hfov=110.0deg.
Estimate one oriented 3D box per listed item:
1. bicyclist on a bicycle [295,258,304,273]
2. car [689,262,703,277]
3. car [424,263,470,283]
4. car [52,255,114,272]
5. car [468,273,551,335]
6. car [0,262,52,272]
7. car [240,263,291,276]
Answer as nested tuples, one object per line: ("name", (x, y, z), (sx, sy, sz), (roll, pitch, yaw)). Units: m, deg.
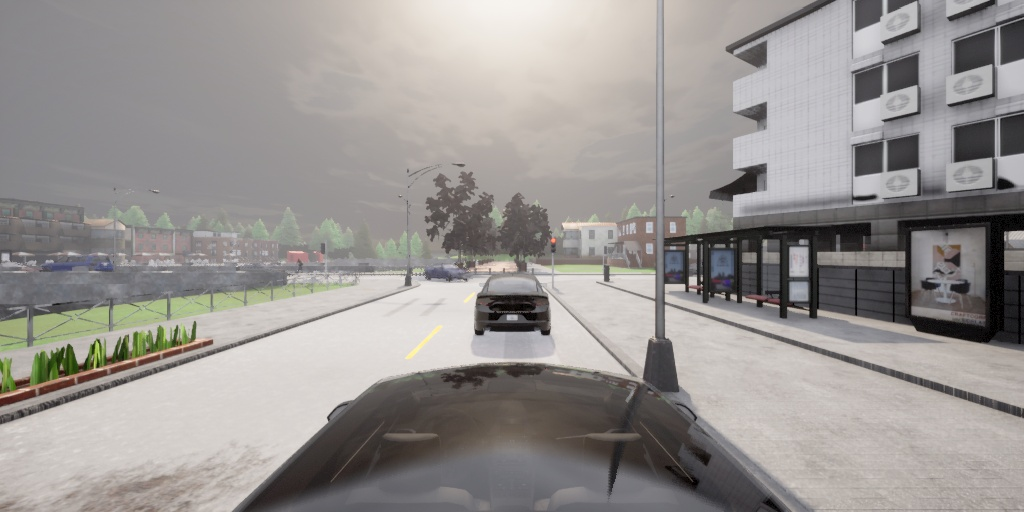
("bicyclist on a bicycle", (-23.462, 1.099, 39.554), (0.582, 1.620, 1.656), (0, 0, 0))
("car", (18.419, 1.314, 35.414), (4.181, 1.385, 1.994), (0, 0, 0))
("car", (-5.193, 1.276, 28.495), (4.674, 1.442, 1.812), (0, -1, 44))
("car", (-42.686, 0.971, 35.231), (5.566, 2.045, 2.150), (0, 0, 0))
("car", (0.025, 1.228, 10.502), (1.882, 1.535, 5.008), (0, 0, 0))
("car", (-43.745, 1.275, 31.159), (4.674, 1.442, 1.812), (0, 0, 0))
("car", (-21.693, 1.314, 31.158), (4.181, 1.385, 1.994), (0, 0, 0))
